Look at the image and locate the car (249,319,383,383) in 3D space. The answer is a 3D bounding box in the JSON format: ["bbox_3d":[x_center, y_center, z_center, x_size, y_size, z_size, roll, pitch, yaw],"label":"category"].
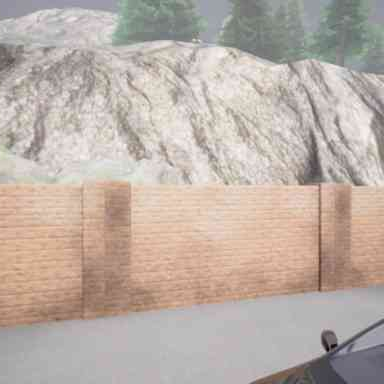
[{"bbox_3d":[2.066,1.490,1.964,4.902,1.511,2.128,0,0,-19],"label":"car"}]
